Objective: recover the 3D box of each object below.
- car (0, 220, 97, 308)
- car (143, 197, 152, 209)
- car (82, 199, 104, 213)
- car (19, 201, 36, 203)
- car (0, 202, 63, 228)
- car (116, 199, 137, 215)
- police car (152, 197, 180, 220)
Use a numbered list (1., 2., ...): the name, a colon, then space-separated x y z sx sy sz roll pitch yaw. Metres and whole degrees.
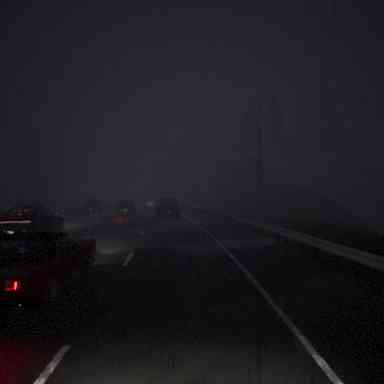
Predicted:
1. car: -3.658 1.590 7.776 1.895 1.301 4.718 0 0 -2
2. car: -5.315 1.439 44.488 1.812 1.442 4.674 0 0 -13
3. car: -10.479 1.432 35.268 2.128 1.511 4.902 0 0 -11
4. car: -12.386 1.469 25.625 1.837 1.490 4.892 0 0 -8
5. car: -7.759 1.469 16.209 2.128 1.511 4.902 0 0 -5
6. car: -6.418 1.432 32.548 2.128 1.511 4.902 0 0 -10
7. police car: -2.140 1.368 28.096 1.930 1.638 5.238 0 0 -8
